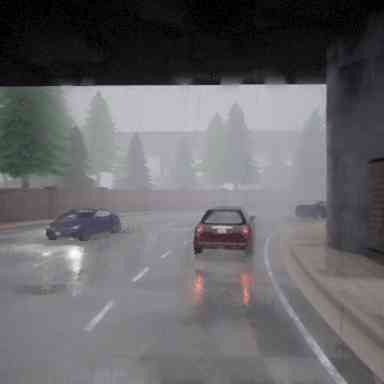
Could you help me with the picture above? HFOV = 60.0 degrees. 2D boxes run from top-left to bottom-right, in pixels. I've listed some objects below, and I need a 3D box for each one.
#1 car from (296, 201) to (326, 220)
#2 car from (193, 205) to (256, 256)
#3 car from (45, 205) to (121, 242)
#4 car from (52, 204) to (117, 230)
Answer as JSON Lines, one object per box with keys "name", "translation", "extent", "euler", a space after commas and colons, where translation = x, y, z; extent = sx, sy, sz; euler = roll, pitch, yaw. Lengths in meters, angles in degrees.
{"name": "car", "translation": [11.037, 1.467, 27.766], "extent": [5.008, 1.535, 1.882], "euler": [0, -1, -23]}
{"name": "car", "translation": [1.469, 1.347, 13.428], "extent": [2.097, 1.767, 4.553], "euler": [0, 0, 12]}
{"name": "car", "translation": [-5.188, 1.520, 16.576], "extent": [1.812, 1.442, 4.674], "euler": [0, 0, 15]}
{"name": "car", "translation": [-7.011, 1.556, 22.243], "extent": [1.994, 1.385, 4.181], "euler": [0, 0, 20]}
